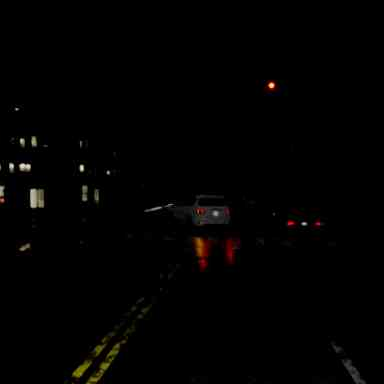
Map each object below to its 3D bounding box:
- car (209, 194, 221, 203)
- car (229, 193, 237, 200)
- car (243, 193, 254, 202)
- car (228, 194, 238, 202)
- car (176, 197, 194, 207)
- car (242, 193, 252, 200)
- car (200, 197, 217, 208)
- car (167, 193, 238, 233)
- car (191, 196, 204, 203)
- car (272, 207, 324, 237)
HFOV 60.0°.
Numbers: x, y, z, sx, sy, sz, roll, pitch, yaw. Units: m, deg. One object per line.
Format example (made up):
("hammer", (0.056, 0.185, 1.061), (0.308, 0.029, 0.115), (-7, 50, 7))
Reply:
("car", (4.432, 1.223, 63.002), (1.882, 1.535, 5.008), (0, 0, 8))
("car", (9.832, 0.982, 79.580), (1.882, 1.535, 5.008), (0, 0, 7))
("car", (11.815, 1.301, 69.283), (1.895, 1.301, 4.718), (0, 0, 7))
("car", (8.534, 1.208, 69.243), (1.837, 1.490, 4.892), (0, 0, 7))
("car", (-0.895, 1.378, 47.024), (1.994, 1.385, 4.181), (0, 0, 7))
("car", (13.057, 1.029, 79.176), (2.128, 1.511, 4.902), (0, 0, 7))
("car", (2.338, 1.377, 46.683), (1.994, 1.385, 4.181), (0, 0, 7))
("car", (0.273, 1.148, 19.553), (2.150, 2.045, 5.566), (1, 0, -20))
("car", (1.130, 1.349, 62.792), (1.895, 1.301, 4.718), (0, 0, 8))
("car", (5.396, 1.476, 17.462), (2.033, 1.411, 5.357), (0, 0, 7))
